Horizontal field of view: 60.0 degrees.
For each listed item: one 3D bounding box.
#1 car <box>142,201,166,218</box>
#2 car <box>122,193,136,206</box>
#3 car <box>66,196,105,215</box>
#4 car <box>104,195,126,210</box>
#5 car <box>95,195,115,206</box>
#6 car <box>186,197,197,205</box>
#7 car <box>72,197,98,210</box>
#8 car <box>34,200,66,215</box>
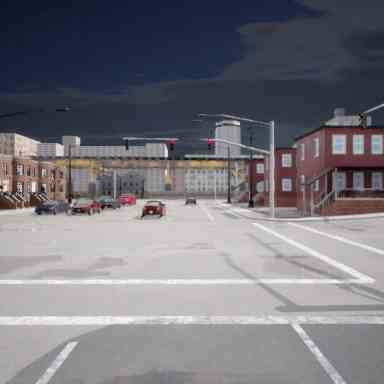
[{"bbox_3d":[-3.460,1.525,30.400,1.812,1.442,4.674,0,0,0],"label":"car"},{"bbox_3d":[-10.722,1.221,55.060,2.150,2.045,5.566,0,0,1],"label":"car"},{"bbox_3d":[-10.685,1.477,33.884,1.882,1.535,5.008,0,0,0],"label":"car"},{"bbox_3d":[-10.709,1.547,44.363,2.033,1.411,5.357,0,0,0],"label":"car"},{"bbox_3d":[-14.228,1.352,54.613,2.097,1.767,4.553,0,0,0],"label":"car"},{"bbox_3d":[-0.168,1.525,58.619,1.812,1.442,4.674,0,0,0],"label":"car"},{"bbox_3d":[-14.211,1.477,44.341,1.882,1.535,5.008,0,0,0],"label":"car"},{"bbox_3d":[-14.188,1.547,34.300,2.033,1.411,5.357,0,0,0],"label":"car"}]
